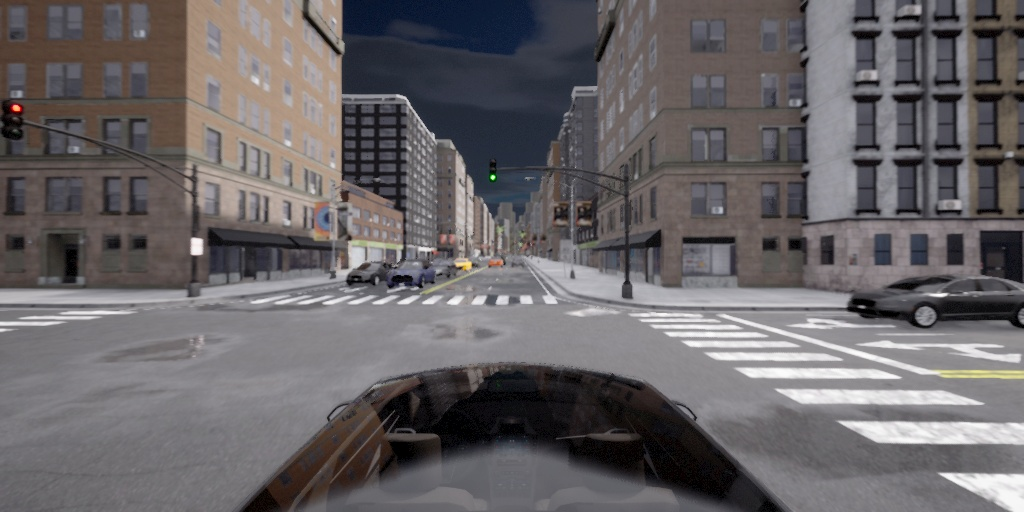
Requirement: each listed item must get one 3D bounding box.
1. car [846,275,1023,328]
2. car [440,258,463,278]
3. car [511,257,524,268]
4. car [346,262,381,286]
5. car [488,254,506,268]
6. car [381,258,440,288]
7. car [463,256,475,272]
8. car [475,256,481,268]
[{"bbox_3d":[13.271,1.333,11.087,4.892,1.490,1.837,0,0,1],"label":"car"},{"bbox_3d":[-6.062,1.106,31.849,2.128,1.511,4.902,0,0,1],"label":"car"},{"bbox_3d":[0.883,0.952,54.649,2.128,1.511,4.902,0,0,1],"label":"car"},{"bbox_3d":[-9.435,1.169,24.456,1.837,1.490,4.892,0,0,3],"label":"car"},{"bbox_3d":[-2.380,0.821,53.948,2.097,1.767,4.553,0,0,1],"label":"car"},{"bbox_3d":[-6.251,1.023,22.711,2.097,1.767,4.553,0,0,1],"label":"car"},{"bbox_3d":[-5.837,1.030,41.822,1.882,1.535,5.008,0,0,1],"label":"car"},{"bbox_3d":[-5.666,0.840,51.854,2.097,1.767,4.553,0,0,1],"label":"car"}]
